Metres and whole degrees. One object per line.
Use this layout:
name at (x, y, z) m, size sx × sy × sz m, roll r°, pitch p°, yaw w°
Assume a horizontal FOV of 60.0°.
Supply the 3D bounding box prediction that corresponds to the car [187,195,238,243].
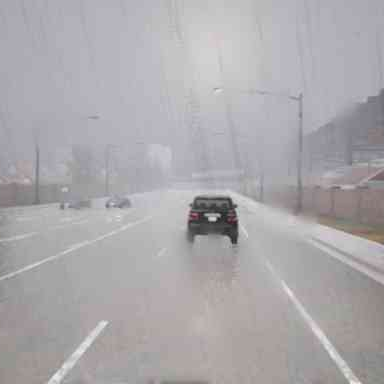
car at (0.995, 1.156, 15.853) m, size 2.150 × 2.045 × 5.566 m, roll 1°, pitch 0°, yaw 4°

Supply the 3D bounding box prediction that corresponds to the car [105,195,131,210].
car at (-8.180, 1.128, 37.126) m, size 2.128 × 1.511 × 4.902 m, roll 1°, pitch 1°, yaw 4°

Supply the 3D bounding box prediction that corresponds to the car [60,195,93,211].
car at (-11.878, 1.114, 34.340) m, size 2.128 × 1.511 × 4.902 m, roll 1°, pitch 1°, yaw 4°
